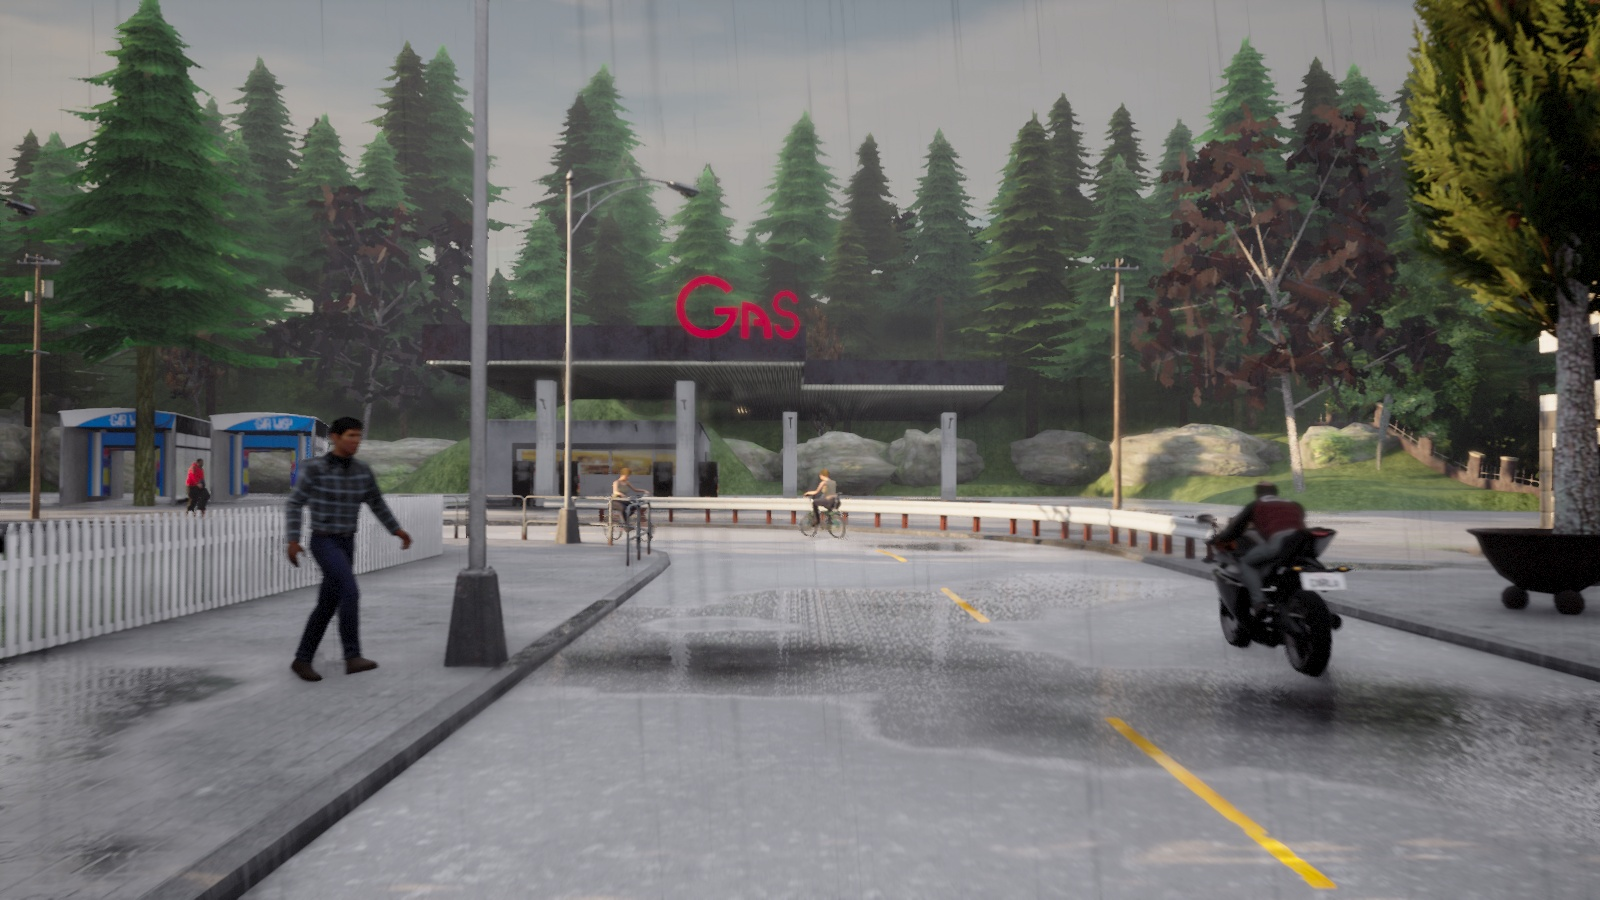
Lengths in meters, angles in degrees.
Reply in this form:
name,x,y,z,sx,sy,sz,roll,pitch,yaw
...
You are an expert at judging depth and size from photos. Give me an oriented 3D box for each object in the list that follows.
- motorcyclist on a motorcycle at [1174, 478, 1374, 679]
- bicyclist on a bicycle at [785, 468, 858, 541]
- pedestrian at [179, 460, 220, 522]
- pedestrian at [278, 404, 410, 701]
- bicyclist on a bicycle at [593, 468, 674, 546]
name,x,y,z,sx,sy,sz,roll,pitch,yaw
motorcyclist on a motorcycle,3.973,1.014,10.752,0.866,1.530,2.191,0,-1,0
bicyclist on a bicycle,0.494,1.239,29.123,0.866,1.612,1.509,-2,0,-42
pedestrian,-18.011,1.227,37.696,0.899,1.844,0.634,0,-1,4
pedestrian,-3.135,0.681,8.633,0.788,1.949,0.423,-1,-1,27
bicyclist on a bicycle,-3.622,1.224,27.333,1.509,1.612,0.866,-1,1,36
